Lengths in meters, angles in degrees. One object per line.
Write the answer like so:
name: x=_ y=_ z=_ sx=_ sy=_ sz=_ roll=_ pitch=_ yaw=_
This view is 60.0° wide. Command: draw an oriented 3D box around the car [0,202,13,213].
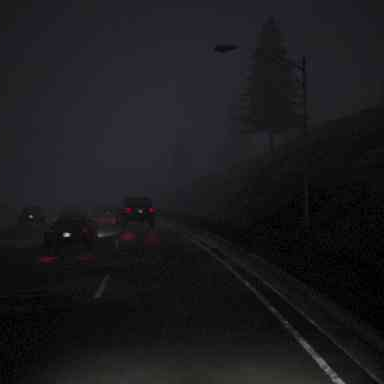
car: x=-25.712 y=2.056 z=45.418 sx=1.812 sy=1.442 sz=4.674 roll=-1 pitch=0 yaw=-26

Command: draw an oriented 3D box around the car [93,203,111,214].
car: x=-9.566 y=1.844 z=36.209 sx=1.895 sy=1.301 sz=4.718 roll=-1 pitch=0 yaw=-26

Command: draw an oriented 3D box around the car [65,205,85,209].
car: x=-10.594 y=1.847 z=30.071 sx=1.895 sy=1.301 sz=4.718 roll=-1 pitch=0 yaw=-24

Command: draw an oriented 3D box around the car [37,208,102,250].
car: x=-5.381 y=1.689 z=15.196 sx=1.994 sy=1.385 sz=4.181 roll=-1 pitch=0 yaw=-12

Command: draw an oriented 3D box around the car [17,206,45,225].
car: x=-12.934 y=1.841 z=26.856 sx=1.994 sy=1.385 sz=4.181 roll=-1 pitch=0 yaw=-24

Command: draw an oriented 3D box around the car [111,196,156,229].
car: x=-4.051 y=1.337 z=23.228 sx=2.150 sy=2.045 sz=5.566 roll=-1 pitch=-1 yaw=-19
